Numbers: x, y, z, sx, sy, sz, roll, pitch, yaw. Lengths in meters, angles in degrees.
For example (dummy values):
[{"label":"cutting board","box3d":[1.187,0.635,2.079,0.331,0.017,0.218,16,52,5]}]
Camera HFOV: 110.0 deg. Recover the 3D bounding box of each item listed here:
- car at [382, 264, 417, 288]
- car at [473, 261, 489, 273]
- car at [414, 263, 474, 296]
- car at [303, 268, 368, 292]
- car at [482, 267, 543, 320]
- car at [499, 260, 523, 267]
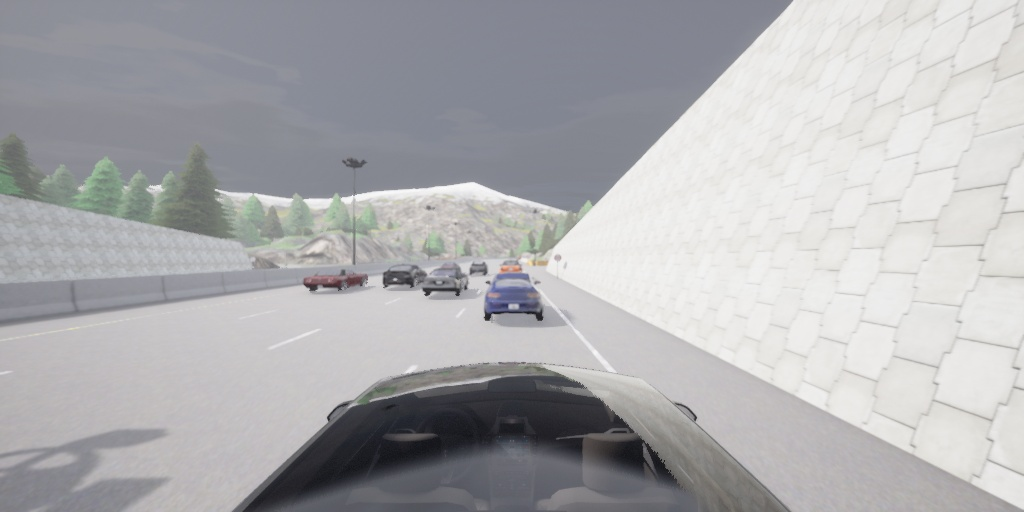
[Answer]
[{"label":"car","box3d":[-7.040,1.267,24.005,1.882,1.535,5.008,0,0,0]},{"label":"car","box3d":[-3.643,1.292,39.972,2.128,1.511,4.902,0,0,0]},{"label":"car","box3d":[-3.508,1.325,19.643,2.033,1.411,5.357,0,0,0]},{"label":"car","box3d":[-10.524,1.396,21.864,1.895,1.301,4.718,0,0,0]},{"label":"car","box3d":[0.038,1.288,12.551,1.812,1.442,4.674,0,0,0]},{"label":"car","box3d":[-0.093,1.137,32.313,2.097,1.767,4.553,0,0,0]}]
